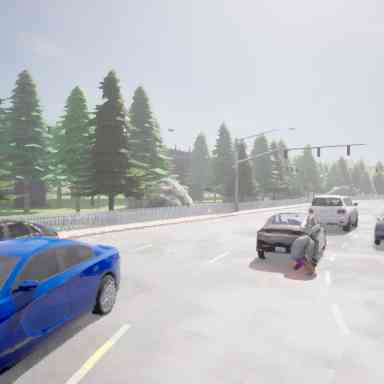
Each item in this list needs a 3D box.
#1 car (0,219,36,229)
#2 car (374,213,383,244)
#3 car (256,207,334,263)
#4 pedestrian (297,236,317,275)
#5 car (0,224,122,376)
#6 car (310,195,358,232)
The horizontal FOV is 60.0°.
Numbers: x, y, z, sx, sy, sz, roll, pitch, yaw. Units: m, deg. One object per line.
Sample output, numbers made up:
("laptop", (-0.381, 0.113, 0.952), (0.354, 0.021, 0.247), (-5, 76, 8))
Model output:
("car", (-5.439, 1.505, 8.403), (1.837, 1.490, 4.892), (-1, 0, 17))
("car", (9.481, 1.548, 15.195), (2.033, 1.411, 5.357), (0, 0, 33))
("car", (3.722, 1.492, 12.051), (2.128, 1.511, 4.902), (0, 0, 27))
("pedestrian", (3.252, 1.294, 9.389), (0.375, 1.860, 0.375), (0, 0, 23))
("car", (-2.760, 1.477, 4.903), (1.882, 1.535, 5.008), (0, 0, 12))
("car", (8.759, 1.221, 20.459), (2.150, 2.045, 5.566), (0, 0, 33))
